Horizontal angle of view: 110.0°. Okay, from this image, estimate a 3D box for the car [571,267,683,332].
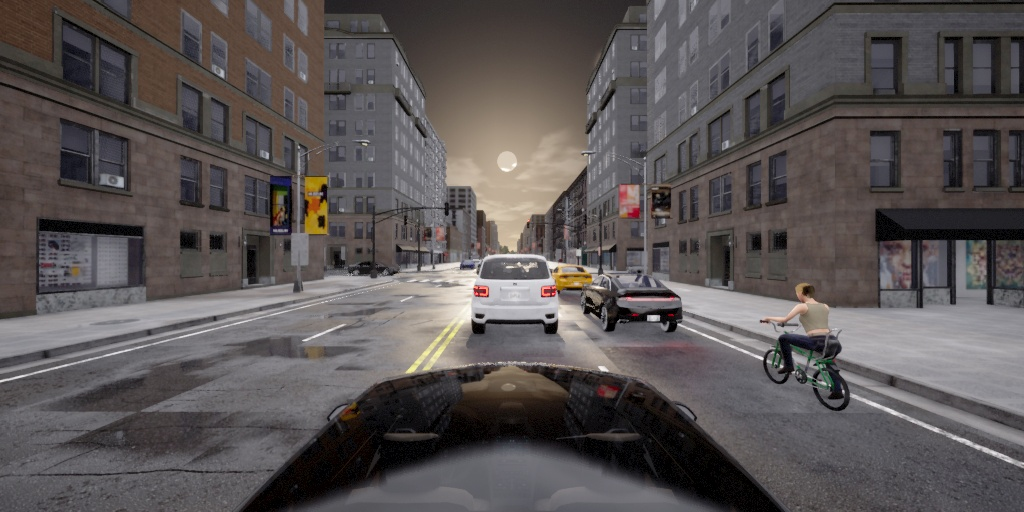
[{"bbox_3d":[3.323,1.243,10.821,2.128,1.511,4.902,0,0,0],"label":"car"}]

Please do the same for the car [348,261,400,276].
[{"bbox_3d":[-13.734,1.249,35.799,4.892,1.490,1.837,0,0,0],"label":"car"}]

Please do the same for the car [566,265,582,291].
[{"bbox_3d":[3.211,1.233,20.311,1.882,1.535,5.008,0,0,0],"label":"car"}]

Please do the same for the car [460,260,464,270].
[{"bbox_3d":[-6.702,1.249,54.092,1.882,1.535,5.008,0,0,0],"label":"car"}]

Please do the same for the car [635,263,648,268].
[{"bbox_3d":[14.974,1.413,38.708,4.718,1.301,1.895,0,0,1],"label":"car"}]

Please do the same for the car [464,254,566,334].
[{"bbox_3d":[0.079,0.973,10.750,2.150,2.045,5.566,0,0,0],"label":"car"}]

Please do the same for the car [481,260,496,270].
[{"bbox_3d":[-3.444,1.335,53.082,1.994,1.385,4.181,0,0,0],"label":"car"}]

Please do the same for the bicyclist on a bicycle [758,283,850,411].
[{"bbox_3d":[4.129,1.187,5.133,0.866,1.612,1.509,0,0,0],"label":"bicyclist on a bicycle"}]

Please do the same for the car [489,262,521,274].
[{"bbox_3d":[-0.762,1.369,43.934,1.895,1.301,4.718,0,0,26],"label":"car"}]
